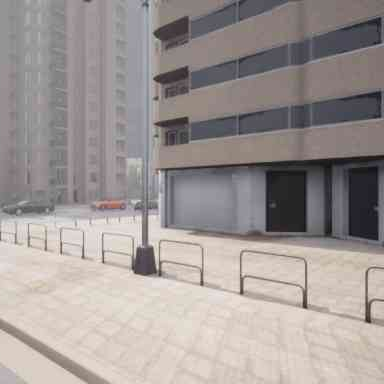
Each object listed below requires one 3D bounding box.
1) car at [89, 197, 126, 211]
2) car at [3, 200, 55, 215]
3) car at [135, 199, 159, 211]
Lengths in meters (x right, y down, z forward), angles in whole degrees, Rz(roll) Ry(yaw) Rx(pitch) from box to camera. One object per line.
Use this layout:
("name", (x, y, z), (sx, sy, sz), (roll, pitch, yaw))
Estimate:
("car", (-10.585, 1.404, 41.716), (2.097, 1.767, 4.553), (0, 0, 39))
("car", (-16.644, 1.557, 34.127), (1.837, 1.490, 4.892), (0, 0, 39))
("car", (-5.246, 1.616, 42.517), (1.994, 1.385, 4.181), (0, 0, 39))
